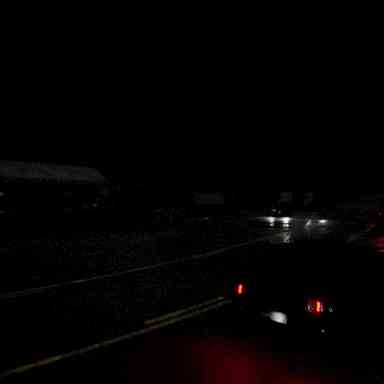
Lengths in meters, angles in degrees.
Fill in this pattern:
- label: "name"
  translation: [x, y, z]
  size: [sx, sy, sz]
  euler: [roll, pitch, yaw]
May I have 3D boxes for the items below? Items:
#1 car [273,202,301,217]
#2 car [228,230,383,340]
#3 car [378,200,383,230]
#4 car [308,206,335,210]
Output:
- label: "car"
  translation: [10.063, 1.825, 35.075]
  size: [1.837, 1.490, 4.892]
  euler: [0, -1, 34]
- label: "car"
  translation: [2.825, 1.657, 6.775]
  size: [1.895, 1.301, 4.718]
  euler: [0, -1, 42]
- label: "car"
  translation: [13.118, 1.393, 20.896]
  size: [2.150, 2.045, 5.566]
  euler: [0, -1, 35]
- label: "car"
  translation: [12.965, 1.527, 33.121]
  size: [2.033, 1.411, 5.357]
  euler: [0, -1, 34]
